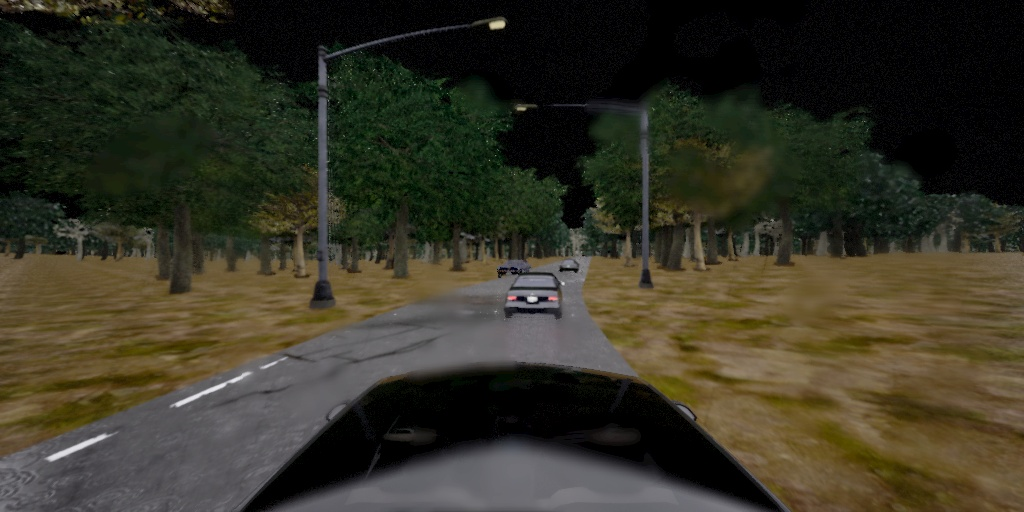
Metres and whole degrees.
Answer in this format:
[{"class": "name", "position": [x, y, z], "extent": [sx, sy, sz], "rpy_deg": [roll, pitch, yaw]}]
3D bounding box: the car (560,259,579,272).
[{"class": "car", "position": [6.361, 0.997, 39.651], "extent": [1.994, 1.385, 4.181], "rpy_deg": [0, 1, 13]}]

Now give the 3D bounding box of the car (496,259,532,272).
[{"class": "car", "position": [0.240, 0.872, 26.699], "extent": [1.895, 1.301, 4.718], "rpy_deg": [0, 1, 13]}]

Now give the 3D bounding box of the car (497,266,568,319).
[{"class": "car", "position": [0.889, 1.268, 12.776], "extent": [2.033, 1.411, 5.357], "rpy_deg": [0, 0, 7]}]
